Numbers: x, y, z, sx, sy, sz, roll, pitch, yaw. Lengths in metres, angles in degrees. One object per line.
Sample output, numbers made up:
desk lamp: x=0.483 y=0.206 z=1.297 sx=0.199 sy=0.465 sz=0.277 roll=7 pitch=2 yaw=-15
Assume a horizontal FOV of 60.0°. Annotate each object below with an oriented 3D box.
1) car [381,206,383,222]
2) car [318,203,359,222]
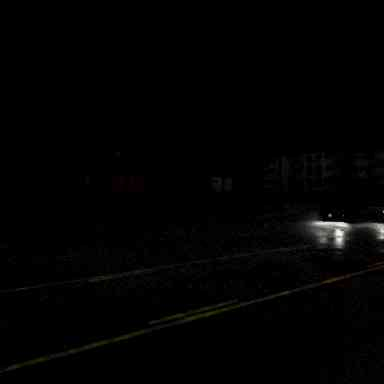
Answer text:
car: x=15.630 y=1.440 z=25.110 sx=1.882 sy=1.535 sz=5.008 roll=1 pitch=0 yaw=36
car: x=11.428 y=1.530 z=25.835 sx=1.994 sy=1.385 sz=4.181 roll=0 pitch=0 yaw=42
